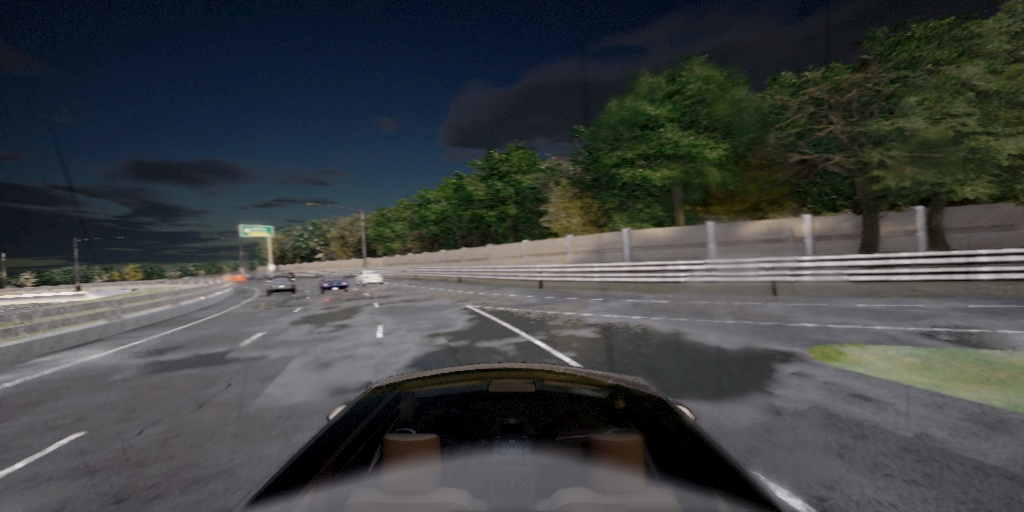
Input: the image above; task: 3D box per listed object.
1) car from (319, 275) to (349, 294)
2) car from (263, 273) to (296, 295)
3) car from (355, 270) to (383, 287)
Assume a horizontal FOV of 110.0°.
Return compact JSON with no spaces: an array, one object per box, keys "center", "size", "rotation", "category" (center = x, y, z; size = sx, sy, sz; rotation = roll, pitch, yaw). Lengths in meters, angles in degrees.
[{"center":[-14.216,2.188,28.481],"size":[1.895,1.301,4.718],"rotation":[-3,0,-30],"category":"car"},{"center":[-19.227,2.440,29.956],"size":[1.994,1.385,4.181],"rotation":[-3,0,-32],"category":"car"},{"center":[-13.631,2.084,34.182],"size":[1.812,1.442,4.674],"rotation":[-3,0,-32],"category":"car"}]
